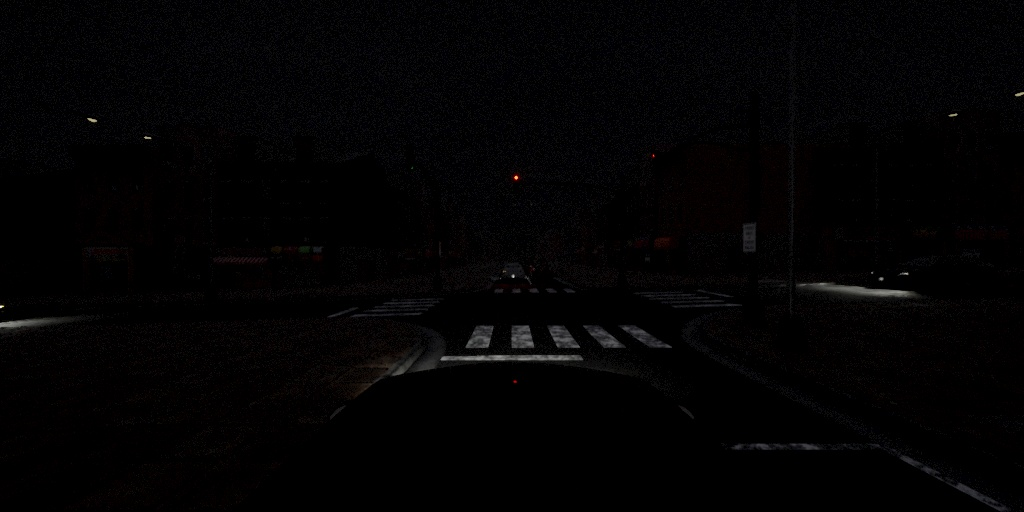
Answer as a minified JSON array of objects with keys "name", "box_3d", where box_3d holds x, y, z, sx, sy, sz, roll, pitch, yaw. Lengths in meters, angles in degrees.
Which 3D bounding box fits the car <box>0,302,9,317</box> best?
[{"name":"car","box_3d":[-22.482,1.990,13.323,5.357,1.411,2.033,-2,0,0]}]

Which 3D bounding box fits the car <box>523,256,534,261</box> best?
[{"name":"car","box_3d":[2.632,1.110,38.575,2.192,1.841,5.009,0,0,0]}]

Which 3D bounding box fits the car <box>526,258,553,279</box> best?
[{"name":"car","box_3d":[2.633,1.223,33.174,1.967,1.591,4.097,0,0,0]}]

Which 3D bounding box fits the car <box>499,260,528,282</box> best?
[{"name":"car","box_3d":[0.095,1.300,29.104,1.812,1.442,4.674,0,0,0]}]

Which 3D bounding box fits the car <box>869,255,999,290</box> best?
[{"name":"car","box_3d":[19.137,0.707,16.337,4.674,1.442,1.812,-2,0,0]}]

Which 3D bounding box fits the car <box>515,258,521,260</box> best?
[{"name":"car","box_3d":[0.049,1.458,59.427,1.895,1.301,4.718,0,0,0]}]
